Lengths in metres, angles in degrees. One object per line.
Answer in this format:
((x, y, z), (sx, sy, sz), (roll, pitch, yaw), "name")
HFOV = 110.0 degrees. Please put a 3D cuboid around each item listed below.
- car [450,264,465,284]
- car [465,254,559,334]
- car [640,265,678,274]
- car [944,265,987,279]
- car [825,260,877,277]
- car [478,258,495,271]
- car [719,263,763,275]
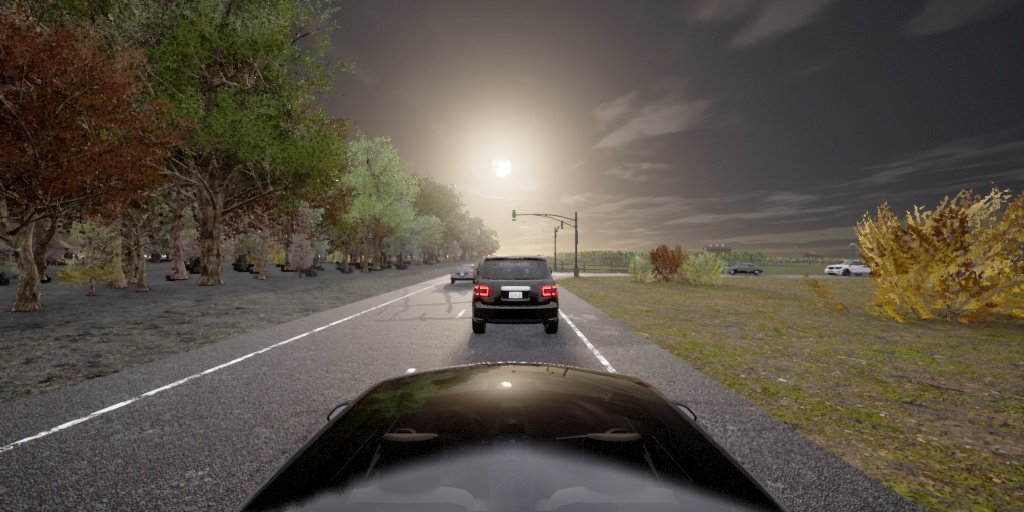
((-3.449, 1.304, 27.211), (2.033, 1.411, 5.357), (0, 0, 0), "car")
((0.081, 0.974, 10.776), (2.150, 2.045, 5.566), (0, 0, 0), "car")
((17.872, 1.606, 44.147), (4.718, 1.301, 1.895), (1, -1, 1), "car")
((50.303, 1.777, 40.412), (5.008, 1.535, 1.882), (1, -1, 1), "car")
((41.879, 1.487, 44.056), (5.566, 2.045, 2.150), (0, -1, 0), "car")
((-3.490, 1.110, 49.786), (2.097, 1.767, 4.553), (0, 0, 0), "car")
((28.143, 1.609, 44.102), (4.902, 1.511, 2.128), (1, -1, 0), "car")
